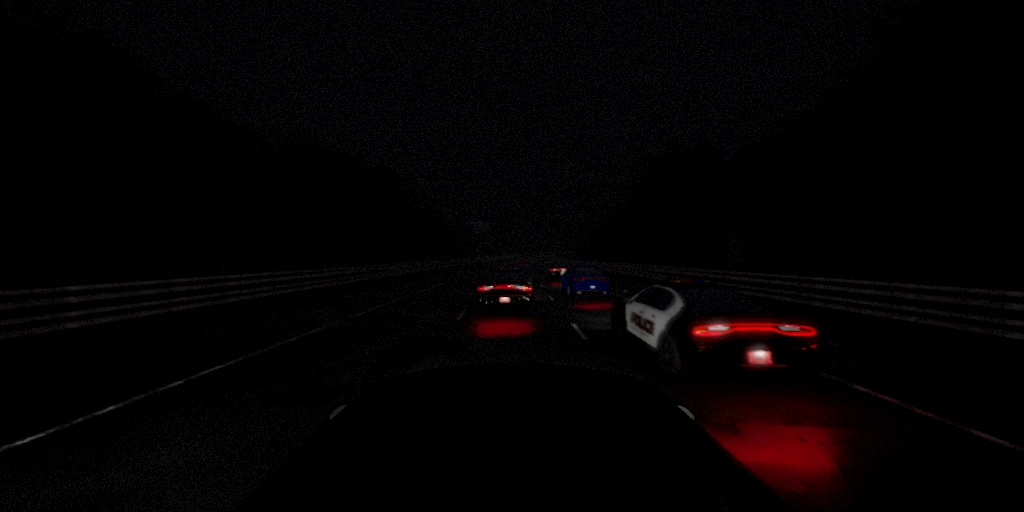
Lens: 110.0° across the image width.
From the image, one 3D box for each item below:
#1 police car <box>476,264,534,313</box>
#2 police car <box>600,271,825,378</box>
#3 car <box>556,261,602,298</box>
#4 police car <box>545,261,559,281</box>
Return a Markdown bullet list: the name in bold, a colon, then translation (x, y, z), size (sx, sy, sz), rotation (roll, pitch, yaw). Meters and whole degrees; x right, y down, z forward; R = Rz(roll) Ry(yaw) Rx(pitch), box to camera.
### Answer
- **police car**: translation (-0.142, 1.240, 13.978), size (2.038, 1.542, 4.974), rotation (0, 0, 2)
- **police car**: translation (3.513, 1.252, 7.474), size (2.038, 1.542, 4.974), rotation (0, 0, 0)
- **car**: translation (3.620, 1.214, 18.399), size (1.882, 1.535, 5.008), rotation (0, 0, 1)
- **police car**: translation (3.825, 1.230, 29.323), size (2.038, 1.542, 4.974), rotation (0, 0, 1)
